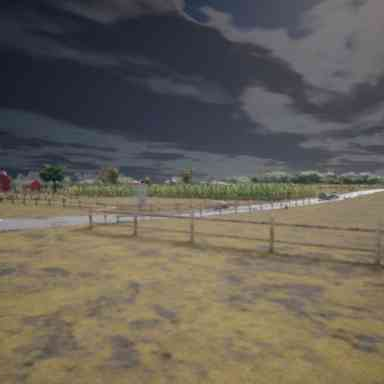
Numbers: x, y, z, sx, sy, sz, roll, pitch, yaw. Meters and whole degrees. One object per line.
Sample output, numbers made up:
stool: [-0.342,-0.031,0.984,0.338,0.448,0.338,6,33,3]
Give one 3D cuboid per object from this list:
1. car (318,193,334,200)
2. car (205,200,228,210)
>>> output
car: [35.020,1.160,87.971,2.150,2.045,5.566,-1,1,36]
car: [3.812,1.986,50.683,1.812,1.442,4.674,-1,0,36]
